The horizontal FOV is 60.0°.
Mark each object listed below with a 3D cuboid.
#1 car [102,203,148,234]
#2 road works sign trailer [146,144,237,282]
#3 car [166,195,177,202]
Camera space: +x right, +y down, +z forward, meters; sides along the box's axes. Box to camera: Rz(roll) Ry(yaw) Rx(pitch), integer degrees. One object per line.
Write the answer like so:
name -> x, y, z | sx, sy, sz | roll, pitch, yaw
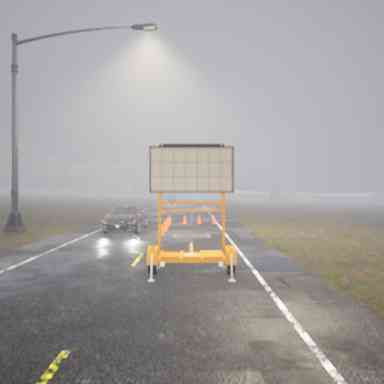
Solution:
car -> -3.618, 1.423, 18.536 | 1.837, 1.490, 4.892 | 0, 0, 0
road works sign trailer -> -0.010, 0.421, 9.613 | 2.380, 3.560, 2.880 | 0, 0, 0
car -> -3.620, 1.281, 60.417 | 2.033, 1.411, 5.357 | 0, 0, 1
